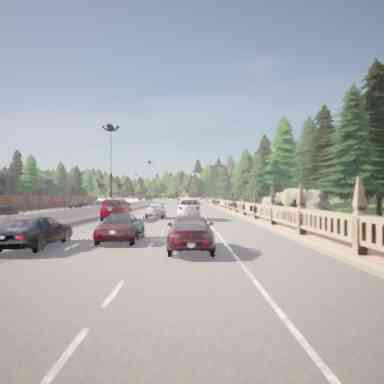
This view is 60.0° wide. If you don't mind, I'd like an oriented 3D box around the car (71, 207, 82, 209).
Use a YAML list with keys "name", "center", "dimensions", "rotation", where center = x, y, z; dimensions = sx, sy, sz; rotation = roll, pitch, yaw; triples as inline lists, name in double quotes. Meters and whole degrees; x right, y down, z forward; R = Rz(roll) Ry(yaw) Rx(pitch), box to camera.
- name: "car"
  center: [-21.760, 2.162, 63.961]
  dimensions: [2.150, 2.045, 5.566]
  rotation: [0, 0, -1]

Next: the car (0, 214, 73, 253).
- name: "car"
  center: [-7.063, 1.777, 14.862]
  dimensions: [2.033, 1.411, 5.357]
  rotation: [0, -1, -1]

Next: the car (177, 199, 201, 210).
- name: "car"
  center: [-0.280, 1.652, 32.809]
  dimensions: [2.150, 2.045, 5.566]
  rotation: [0, -1, -1]

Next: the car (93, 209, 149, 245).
- name: "car"
  center: [-3.590, 1.804, 16.960]
  dimensions: [1.994, 1.385, 4.181]
  rotation: [0, -1, -1]

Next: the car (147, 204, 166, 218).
- name: "car"
  center: [-3.815, 2.005, 35.308]
  dimensions: [1.812, 1.442, 4.674]
  rotation: [0, -1, -1]

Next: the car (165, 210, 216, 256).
- name: "car"
  center: [-0.056, 1.708, 13.848]
  dimensions: [1.812, 1.442, 4.674]
  rotation: [0, -1, -1]

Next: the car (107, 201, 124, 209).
- name: "car"
  center: [-14.763, 2.453, 64.224]
  dimensions: [2.033, 1.411, 5.357]
  rotation: [0, -1, -1]

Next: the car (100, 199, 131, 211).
- name: "car"
  center: [-7.273, 1.678, 32.061]
  dimensions: [2.150, 2.045, 5.566]
  rotation: [0, 0, -1]
